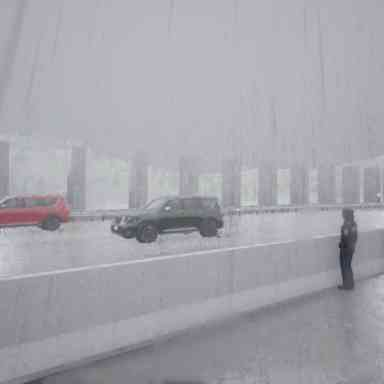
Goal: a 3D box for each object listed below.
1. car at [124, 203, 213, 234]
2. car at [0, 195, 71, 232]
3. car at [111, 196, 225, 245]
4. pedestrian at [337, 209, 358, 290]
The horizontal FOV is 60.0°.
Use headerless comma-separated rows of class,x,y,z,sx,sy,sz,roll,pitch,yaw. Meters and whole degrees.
car,-1.354,1.491,19.917,4.902,1.511,2.128,0,0,-33
car,-9.674,1.219,18.537,5.566,2.045,2.150,0,0,-35
car,-0.989,1.223,15.980,5.566,2.045,2.150,0,0,-33
pedestrian,3.552,1.294,7.627,0.375,1.860,0.375,0,0,-33
